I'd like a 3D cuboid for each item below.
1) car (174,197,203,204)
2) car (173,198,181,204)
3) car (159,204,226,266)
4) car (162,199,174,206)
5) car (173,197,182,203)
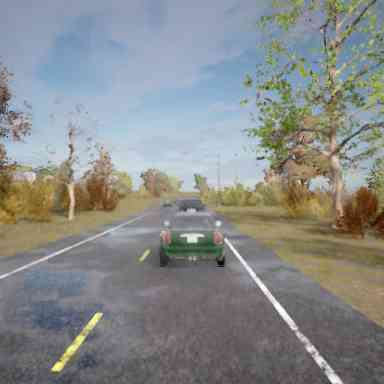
[{"bbox_3d":[-0.036,1.518,26.239,2.150,2.045,5.566,0,0,0],"label":"car"},{"bbox_3d":[-3.807,2.210,83.909,2.128,1.511,4.902,0,-1,-2],"label":"car"},{"bbox_3d":[0.028,1.489,12.216,2.097,1.767,4.553,0,-1,0],"label":"car"},{"bbox_3d":[-4.243,2.225,58.041,1.895,1.301,4.718,0,-1,-4],"label":"car"},{"bbox_3d":[-3.967,2.174,91.214,2.097,1.767,4.553,0,0,0],"label":"car"}]
